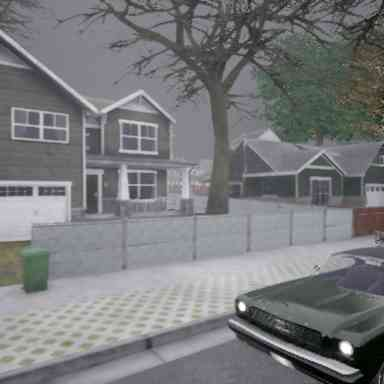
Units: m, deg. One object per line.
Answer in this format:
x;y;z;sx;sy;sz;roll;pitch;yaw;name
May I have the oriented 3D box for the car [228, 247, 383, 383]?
2.826;1.618;5.079;4.718;1.301;1.895;0;0;-35;car
